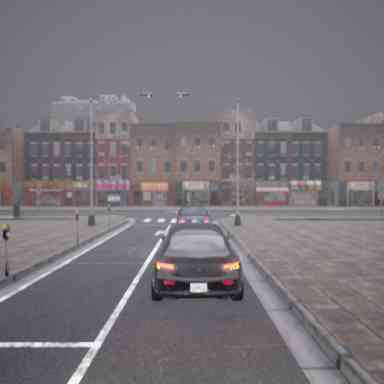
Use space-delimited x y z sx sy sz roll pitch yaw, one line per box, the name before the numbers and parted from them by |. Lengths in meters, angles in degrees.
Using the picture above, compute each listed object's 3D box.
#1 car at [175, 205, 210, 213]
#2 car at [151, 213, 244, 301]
car | 0.066 1.414 18.320 2.033 1.411 5.357 0 0 -1
car | 0.097 1.466 8.043 1.812 1.442 4.674 0 0 0
